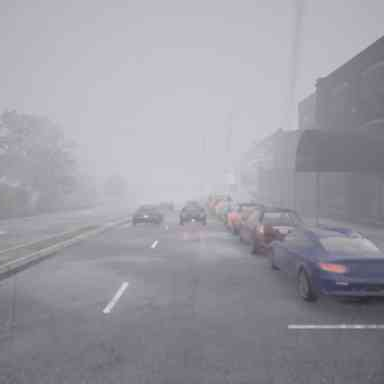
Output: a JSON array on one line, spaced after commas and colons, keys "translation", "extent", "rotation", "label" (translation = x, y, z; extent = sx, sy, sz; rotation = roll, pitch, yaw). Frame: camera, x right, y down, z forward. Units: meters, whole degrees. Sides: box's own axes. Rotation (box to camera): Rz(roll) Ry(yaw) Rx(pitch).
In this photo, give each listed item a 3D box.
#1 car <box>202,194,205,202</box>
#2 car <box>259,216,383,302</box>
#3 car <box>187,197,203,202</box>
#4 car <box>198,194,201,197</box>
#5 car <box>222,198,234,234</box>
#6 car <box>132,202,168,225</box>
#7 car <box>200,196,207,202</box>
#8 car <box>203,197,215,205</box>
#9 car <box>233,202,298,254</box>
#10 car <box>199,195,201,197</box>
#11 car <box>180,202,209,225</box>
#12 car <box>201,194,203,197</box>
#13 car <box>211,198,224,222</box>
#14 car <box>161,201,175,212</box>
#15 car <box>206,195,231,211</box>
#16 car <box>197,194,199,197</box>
[{"translation": [3.170, 1.554, 52.528], "extent": [2.185, 1.767, 4.553], "rotation": [0, 0, 0], "label": "car"}, {"translation": [3.217, 1.552, 8.230], "extent": [2.002, 1.452, 4.674], "rotation": [0, 0, 0], "label": "car"}, {"translation": [0.056, 1.664, 42.158], "extent": [1.837, 1.490, 4.892], "rotation": [0, -1, 0], "label": "car"}, {"translation": [3.138, 1.782, 80.244], "extent": [1.946, 1.575, 5.366], "rotation": [0, 0, 0], "label": "car"}, {"translation": [3.205, 1.428, 19.378], "extent": [2.185, 1.767, 4.553], "rotation": [0, 0, 0], "label": "car"}, {"translation": [-3.175, 1.659, 24.801], "extent": [1.994, 1.385, 4.181], "rotation": [0, 0, 0], "label": "car"}, {"translation": [3.127, 1.824, 91.297], "extent": [1.946, 1.575, 5.366], "rotation": [0, 0, 0], "label": "car"}, {"translation": [3.158, 1.762, 63.481], "extent": [2.002, 1.452, 4.674], "rotation": [0, 0, 0], "label": "car"}, {"translation": [3.211, 1.408, 13.852], "extent": [2.185, 1.767, 4.553], "rotation": [0, 0, 0], "label": "car"}, {"translation": [3.151, 1.744, 69.002], "extent": [2.231, 1.521, 4.892], "rotation": [0, 0, 0], "label": "car"}, {"translation": [0.074, 1.697, 25.315], "extent": [1.895, 1.301, 4.718], "rotation": [0, 0, 0], "label": "car"}, {"translation": [3.164, 1.575, 58.053], "extent": [2.185, 1.767, 4.553], "rotation": [0, 0, 0], "label": "car"}, {"translation": [3.193, 1.596, 30.453], "extent": [2.097, 1.535, 5.008], "rotation": [0, 0, 0], "label": "car"}, {"translation": [-3.195, 1.762, 42.304], "extent": [1.895, 1.301, 4.718], "rotation": [0, 0, 0], "label": "car"}, {"translation": [3.187, 1.365, 35.888], "extent": [2.435, 2.045, 5.566], "rotation": [0, 0, 0], "label": "car"}, {"translation": [3.135, 1.680, 85.554], "extent": [2.185, 1.767, 4.553], "rotation": [0, 0, 0], "label": "car"}]
